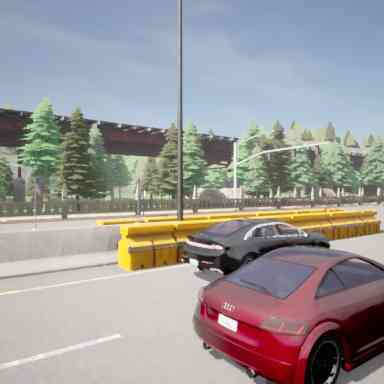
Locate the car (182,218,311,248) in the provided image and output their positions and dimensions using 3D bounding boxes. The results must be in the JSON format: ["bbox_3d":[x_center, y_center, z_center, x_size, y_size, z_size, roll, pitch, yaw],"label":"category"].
[{"bbox_3d":[2.016,1.491,9.487,4.902,1.511,2.128,0,0,-36],"label":"car"}]

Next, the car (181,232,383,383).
[{"bbox_3d":[2.069,1.564,5.227,4.181,1.385,1.994,0,0,-35],"label":"car"}]
